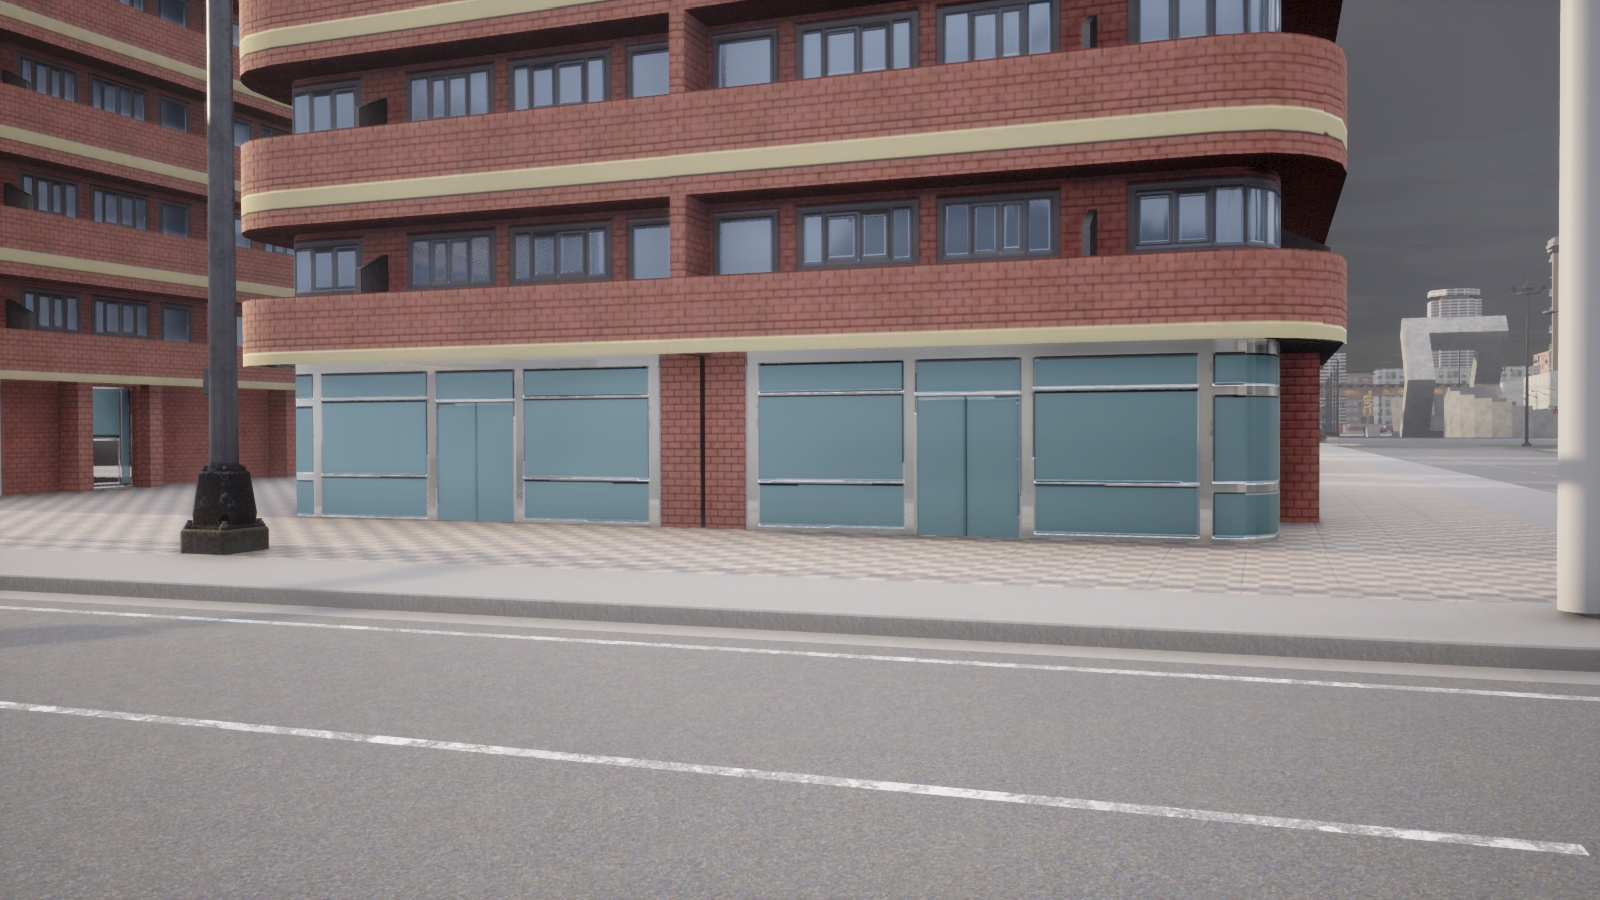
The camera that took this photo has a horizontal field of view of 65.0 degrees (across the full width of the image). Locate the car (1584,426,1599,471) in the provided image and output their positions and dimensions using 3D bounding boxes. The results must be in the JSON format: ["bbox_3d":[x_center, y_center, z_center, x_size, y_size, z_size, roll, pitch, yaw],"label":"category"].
[{"bbox_3d":[33.899,-0.056,51.589,1.932,1.855,4.605,1,1,20],"label":"car"}]
